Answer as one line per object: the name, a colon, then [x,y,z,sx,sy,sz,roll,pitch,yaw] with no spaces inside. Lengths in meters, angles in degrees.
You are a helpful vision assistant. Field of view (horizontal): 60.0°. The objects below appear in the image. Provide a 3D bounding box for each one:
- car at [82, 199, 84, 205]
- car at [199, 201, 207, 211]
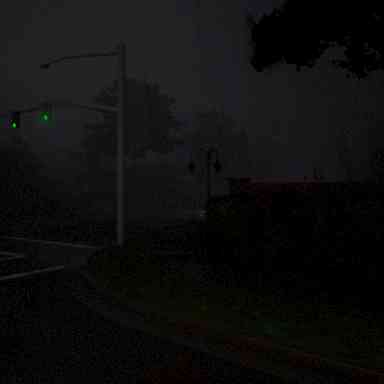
car: [-15.824,1.168,43.374,3.806,1.475,1.970,0,0,36]
car: [2.739,1.526,40.553,1.812,1.442,4.674,0,0,35]
